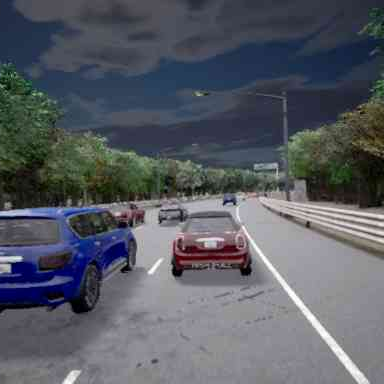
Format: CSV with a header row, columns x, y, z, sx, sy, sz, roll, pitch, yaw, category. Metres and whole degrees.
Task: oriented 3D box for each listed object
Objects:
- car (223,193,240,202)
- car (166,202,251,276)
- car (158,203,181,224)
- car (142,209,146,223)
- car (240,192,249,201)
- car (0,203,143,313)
x,y,z,sx,sy,sz,roll,pitch,yaw,category
6.693,1.243,58.466,2.150,2.045,5.566,-2,0,11,car
0.619,1.381,10.690,2.097,1.767,4.553,-2,0,4,car
-1.422,1.656,26.333,2.128,1.511,4.902,-2,0,6,car
-5.013,1.635,25.604,2.097,1.767,4.553,-2,0,6,car
12.201,1.139,83.302,2.150,2.045,5.566,-2,0,15,car
-2.944,1.359,8.123,2.150,2.045,5.566,-2,0,3,car
